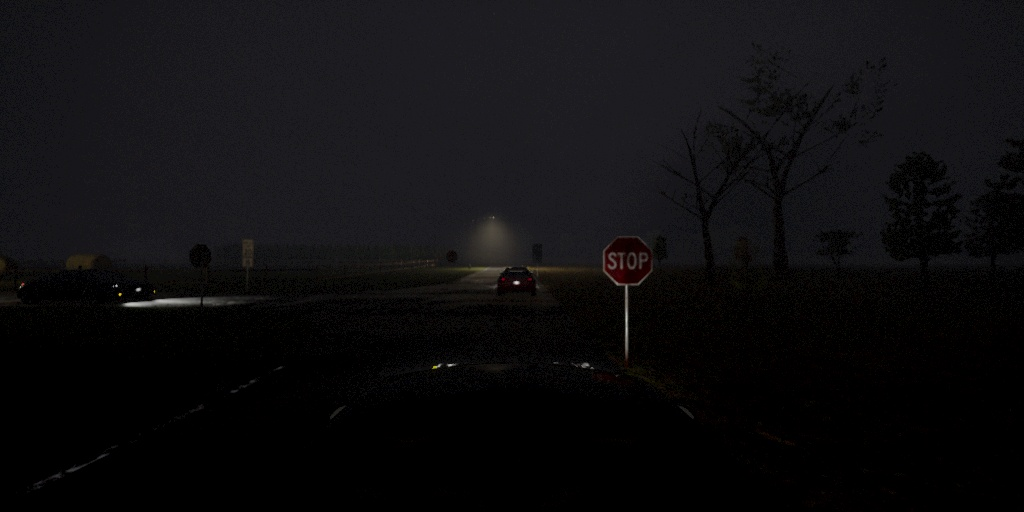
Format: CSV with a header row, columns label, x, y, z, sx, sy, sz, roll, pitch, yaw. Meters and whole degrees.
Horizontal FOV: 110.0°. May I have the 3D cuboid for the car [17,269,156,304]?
label,x,y,z,sx,sy,sz,roll,pitch,yaw
car,-17.944,1.259,15.279,4.181,1.385,1.994,0,-1,-1

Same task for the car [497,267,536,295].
label,x,y,z,sx,sy,sz,roll,pitch,yaw
car,0.242,1.290,19.596,1.994,1.385,4.181,0,0,0
